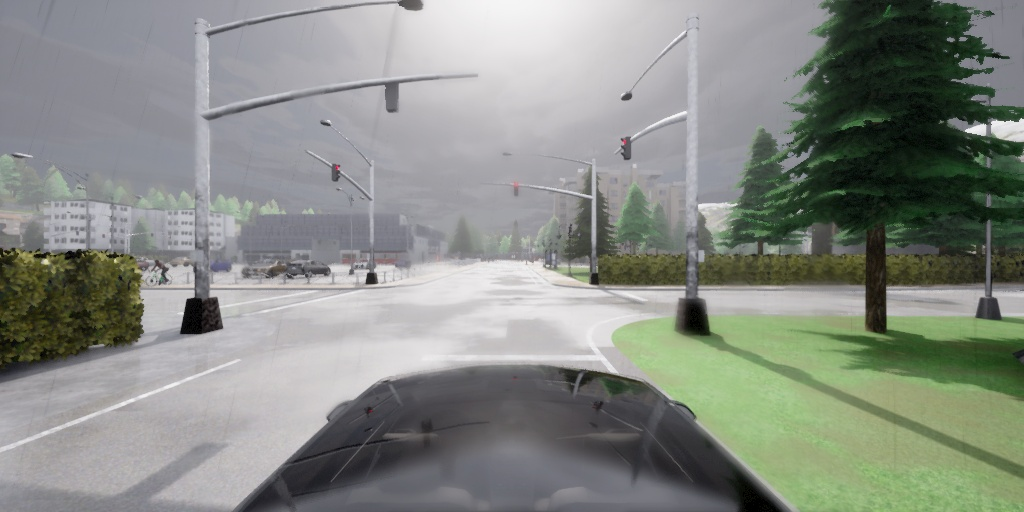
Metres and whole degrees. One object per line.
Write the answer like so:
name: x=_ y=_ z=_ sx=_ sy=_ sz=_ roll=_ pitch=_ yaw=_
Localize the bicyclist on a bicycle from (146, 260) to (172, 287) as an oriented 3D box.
bicyclist on a bicycle: x=-21.756 y=1.048 z=22.125 sx=0.582 sy=1.620 sz=1.656 roll=0 pitch=0 yaw=1
